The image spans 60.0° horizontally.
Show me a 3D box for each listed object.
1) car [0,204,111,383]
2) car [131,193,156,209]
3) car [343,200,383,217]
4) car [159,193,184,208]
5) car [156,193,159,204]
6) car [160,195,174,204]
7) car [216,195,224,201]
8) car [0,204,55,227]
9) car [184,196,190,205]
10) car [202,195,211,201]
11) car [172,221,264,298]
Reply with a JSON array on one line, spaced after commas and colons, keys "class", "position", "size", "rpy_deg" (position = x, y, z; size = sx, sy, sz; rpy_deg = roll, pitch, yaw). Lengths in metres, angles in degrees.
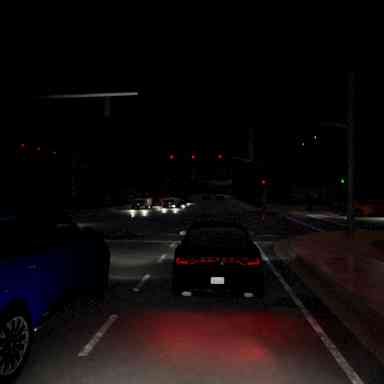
[{"class": "car", "position": [-3.075, 1.221, 5.481], "size": [2.150, 2.045, 5.566], "rpy_deg": [0, 0, 3]}, {"class": "car", "position": [-6.724, 1.221, 45.313], "size": [2.150, 2.045, 5.566], "rpy_deg": [0, 0, 3]}, {"class": "car", "position": [16.746, 1.478, 30.951], "size": [5.008, 1.535, 1.882], "rpy_deg": [0, 0, 5]}, {"class": "car", "position": [-2.894, 1.221, 48.923], "size": [2.150, 2.045, 5.566], "rpy_deg": [0, 0, 5]}, {"class": "car", "position": [-5.848, 1.221, 55.623], "size": [2.150, 2.045, 5.566], "rpy_deg": [0, 0, 5]}, {"class": "car", "position": [-4.917, 1.477, 66.292], "size": [1.882, 1.535, 5.008], "rpy_deg": [0, 0, 5]}, {"class": "car", "position": [7.156, 1.552, 84.781], "size": [1.994, 1.385, 4.181], "rpy_deg": [0, 0, 5]}, {"class": "car", "position": [-12.368, 1.547, 22.564], "size": [5.357, 1.411, 2.033], "rpy_deg": [0, 0, 5]}, {"class": "car", "position": [-2.084, 1.352, 58.580], "size": [2.097, 1.767, 4.553], "rpy_deg": [0, 0, 5]}, {"class": "car", "position": [3.639, 1.524, 84.720], "size": [1.812, 1.442, 4.674], "rpy_deg": [0, 0, 5]}, {"class": "car", "position": [0.646, 1.478, 8.590], "size": [1.882, 1.535, 5.008], "rpy_deg": [0, 0, 4]}]
